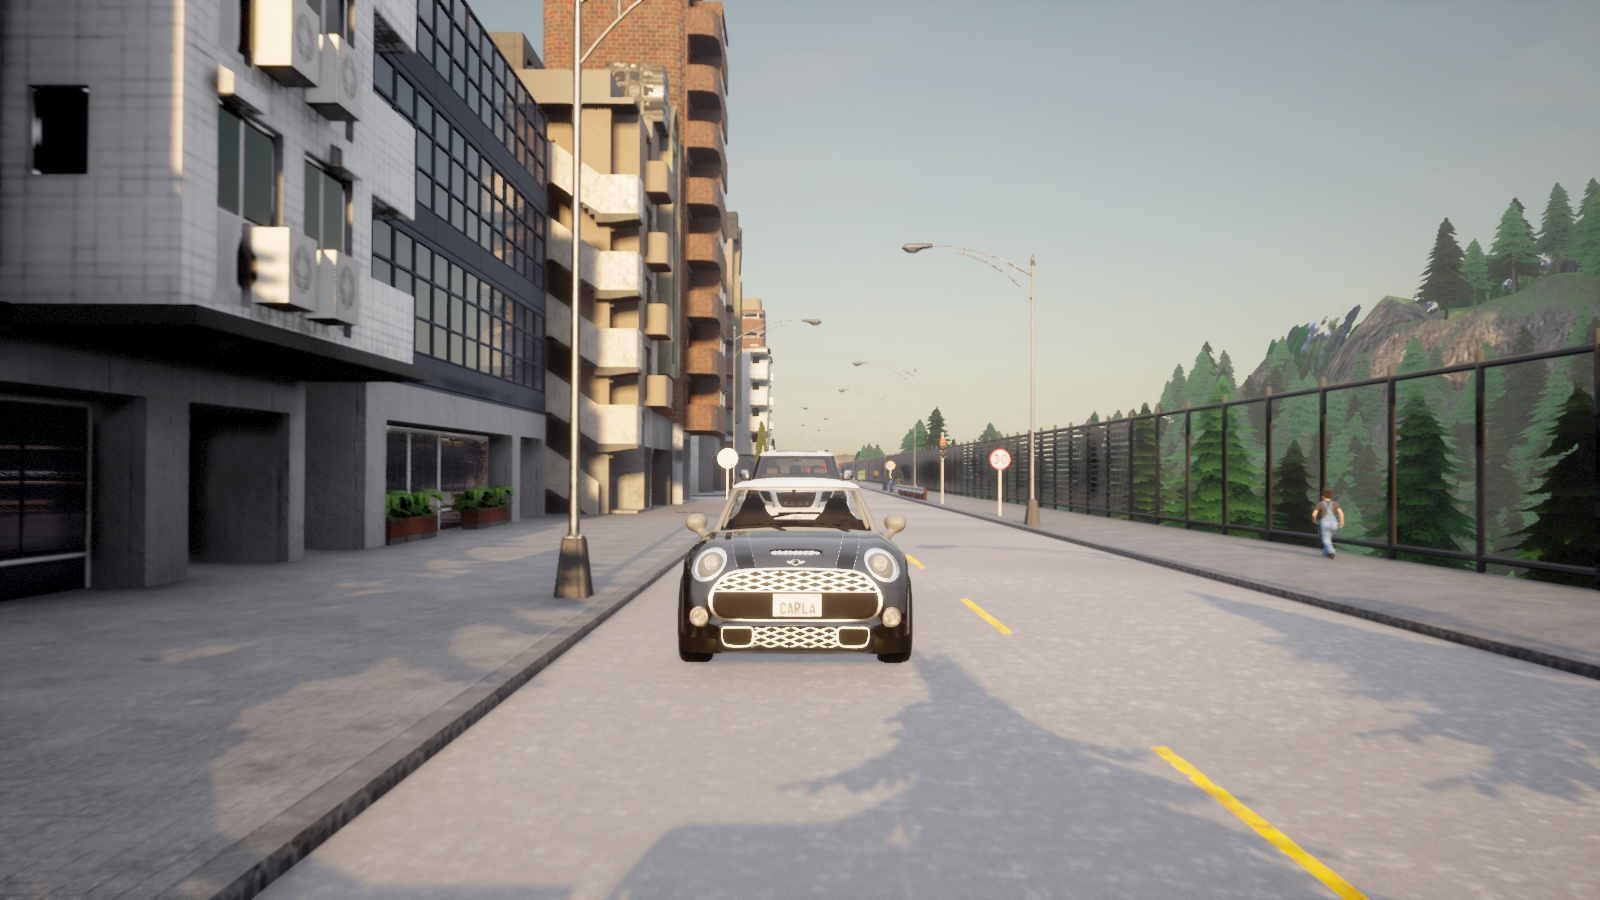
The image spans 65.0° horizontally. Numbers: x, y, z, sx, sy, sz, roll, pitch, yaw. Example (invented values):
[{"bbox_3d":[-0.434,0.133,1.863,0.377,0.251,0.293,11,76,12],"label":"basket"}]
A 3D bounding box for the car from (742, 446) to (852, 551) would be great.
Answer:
[{"bbox_3d":[-0.073,0.993,27.430,2.150,2.045,5.566,0,-1,0],"label":"car"}]

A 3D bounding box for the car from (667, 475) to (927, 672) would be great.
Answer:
[{"bbox_3d":[-0.030,0.972,11.447,1.970,1.475,3.806,0,-1,0],"label":"car"}]

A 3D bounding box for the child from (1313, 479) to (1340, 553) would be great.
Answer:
[{"bbox_3d":[9.079,1.131,21.659,0.270,1.263,0.437,0,-1,-2],"label":"child"}]

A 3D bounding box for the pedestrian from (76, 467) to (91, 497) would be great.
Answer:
[{"bbox_3d":[-44.827,2.010,78.557,0.726,1.835,0.370,-1,-1,16],"label":"pedestrian"}]
